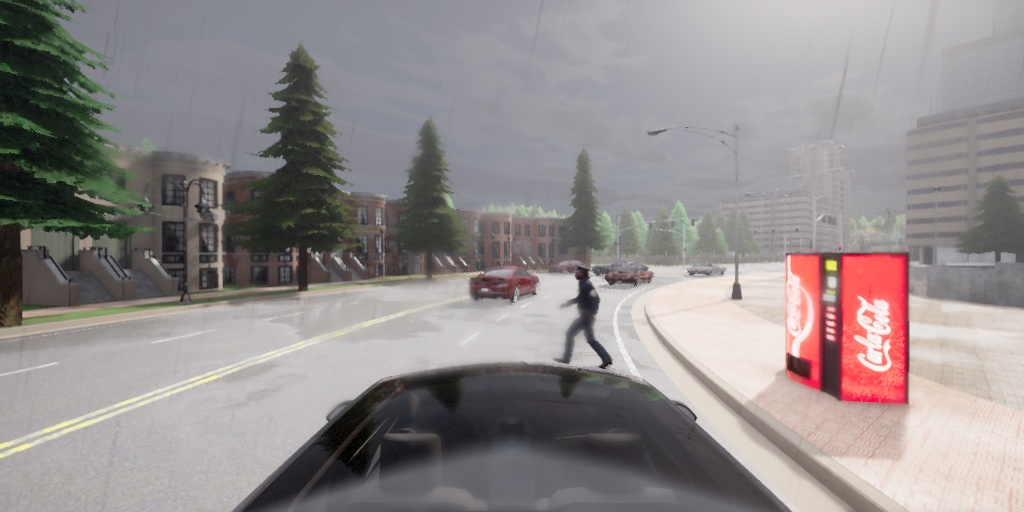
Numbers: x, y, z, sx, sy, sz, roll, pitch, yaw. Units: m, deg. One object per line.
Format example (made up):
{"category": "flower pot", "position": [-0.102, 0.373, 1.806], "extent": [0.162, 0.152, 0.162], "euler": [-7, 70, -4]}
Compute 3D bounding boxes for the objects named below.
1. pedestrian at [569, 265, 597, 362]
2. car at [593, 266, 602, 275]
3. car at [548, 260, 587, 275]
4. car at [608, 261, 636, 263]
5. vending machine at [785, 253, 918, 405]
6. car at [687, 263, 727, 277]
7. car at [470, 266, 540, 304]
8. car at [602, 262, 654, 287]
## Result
{"category": "pedestrian", "position": [1.230, 1.037, 6.271], "extent": [0.375, 1.860, 0.375], "euler": [0, 0, 8]}
{"category": "car", "position": [10.411, 1.296, 36.981], "extent": [4.718, 1.301, 1.895], "euler": [0, 0, -40]}
{"category": "car", "position": [5.890, 1.171, 37.607], "extent": [5.008, 1.535, 1.882], "euler": [0, 0, -42]}
{"category": "car", "position": [10.503, 1.194, 32.080], "extent": [4.902, 1.511, 2.128], "euler": [0, 0, -44]}
{"category": "vending machine", "position": [4.607, 0.940, 5.034], "extent": [1.100, 2.100, 0.880], "euler": [0, 0, 8]}
{"category": "car", "position": [19.236, 1.299, 35.297], "extent": [4.718, 1.301, 1.895], "euler": [0, 0, -38]}
{"category": "car", "position": [-0.169, 1.204, 16.556], "extent": [1.882, 1.535, 5.008], "euler": [0, 0, 21]}
{"category": "car", "position": [8.072, 1.316, 24.259], "extent": [1.895, 1.301, 4.718], "euler": [0, 0, 37]}
